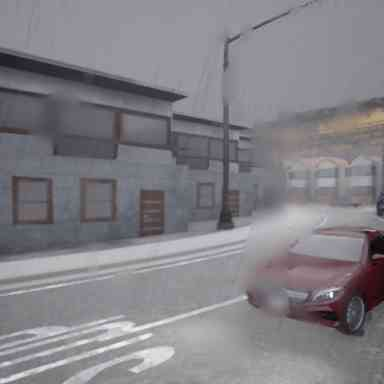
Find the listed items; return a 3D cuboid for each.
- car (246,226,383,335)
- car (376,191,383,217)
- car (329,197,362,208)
[{"bbox_3d":[3.076,1.483,6.838,4.674,1.442,1.812,-1,0,-42],"label":"car"},{"bbox_3d":[15.220,0.917,24.515,2.150,2.045,5.566,0,1,18],"label":"car"},{"bbox_3d":[21.060,1.421,45.825,2.033,1.411,5.357,0,-1,-8],"label":"car"}]
